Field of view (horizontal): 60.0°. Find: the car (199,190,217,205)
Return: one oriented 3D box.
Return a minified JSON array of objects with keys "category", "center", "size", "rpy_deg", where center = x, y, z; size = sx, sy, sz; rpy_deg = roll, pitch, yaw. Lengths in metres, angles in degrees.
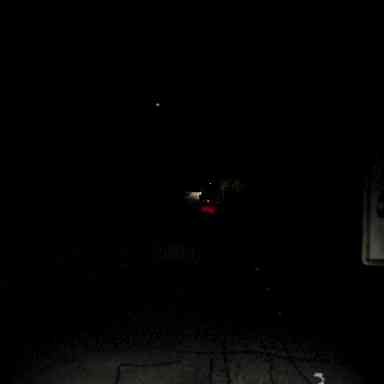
[{"category":"car","center":[1.801,0.658,37.567],"size":[1.837,1.490,4.892],"rpy_deg":[0,1,2]}]

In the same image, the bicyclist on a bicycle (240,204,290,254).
[{"category":"bicyclist on a bicycle","center":[2.416,1.228,10.928],"size":[1.656,1.620,0.582],"rpy_deg":[2,2,3]}]

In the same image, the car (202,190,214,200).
[{"category":"car","center":[2.377,0.431,49.911],"size":[1.812,1.442,4.674],"rpy_deg":[0,1,3]}]
